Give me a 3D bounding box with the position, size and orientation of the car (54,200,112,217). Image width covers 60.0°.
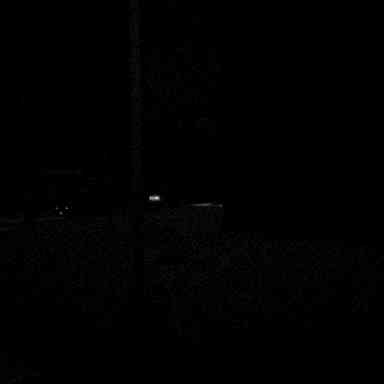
[{"bbox_3d":[-9.157,1.332,28.270,1.895,1.301,4.718,-1,0,36],"label":"car"}]
